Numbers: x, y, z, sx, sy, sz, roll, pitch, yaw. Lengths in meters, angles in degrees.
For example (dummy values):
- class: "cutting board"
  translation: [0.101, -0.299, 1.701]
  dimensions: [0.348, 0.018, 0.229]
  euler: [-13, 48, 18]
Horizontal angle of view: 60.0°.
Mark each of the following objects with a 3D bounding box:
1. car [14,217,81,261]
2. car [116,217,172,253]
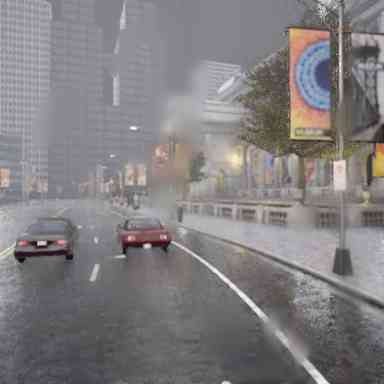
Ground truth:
- class: "car"
  translation: [-5.459, 1.703, 13.001]
  dimensions: [2.033, 1.411, 5.357]
  euler: [0, -1, -16]
- class: "car"
  translation: [-2.290, 1.766, 14.620]
  dimensions: [1.895, 1.301, 4.718]
  euler: [0, -1, -16]
